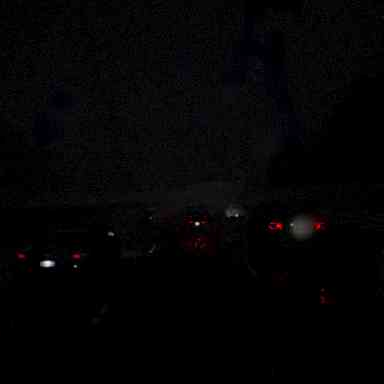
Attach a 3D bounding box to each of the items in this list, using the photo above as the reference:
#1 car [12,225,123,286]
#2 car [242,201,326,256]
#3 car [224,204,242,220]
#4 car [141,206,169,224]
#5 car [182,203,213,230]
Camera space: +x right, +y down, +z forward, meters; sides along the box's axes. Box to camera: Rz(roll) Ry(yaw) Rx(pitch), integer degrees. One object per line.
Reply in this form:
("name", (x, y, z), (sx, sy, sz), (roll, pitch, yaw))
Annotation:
("car", (-3.335, 1.662, 9.732), (1.994, 1.385, 4.181), (0, -1, 0))
("car", (3.712, 1.373, 14.037), (2.150, 2.045, 5.566), (0, -1, 1))
("car", (4.104, 1.933, 32.307), (1.812, 1.442, 4.674), (0, -1, 2))
("car", (-3.025, 1.857, 27.619), (1.812, 1.442, 4.674), (0, -1, 1))
("car", (0.383, 1.780, 23.531), (1.837, 1.490, 4.892), (0, -1, 1))
